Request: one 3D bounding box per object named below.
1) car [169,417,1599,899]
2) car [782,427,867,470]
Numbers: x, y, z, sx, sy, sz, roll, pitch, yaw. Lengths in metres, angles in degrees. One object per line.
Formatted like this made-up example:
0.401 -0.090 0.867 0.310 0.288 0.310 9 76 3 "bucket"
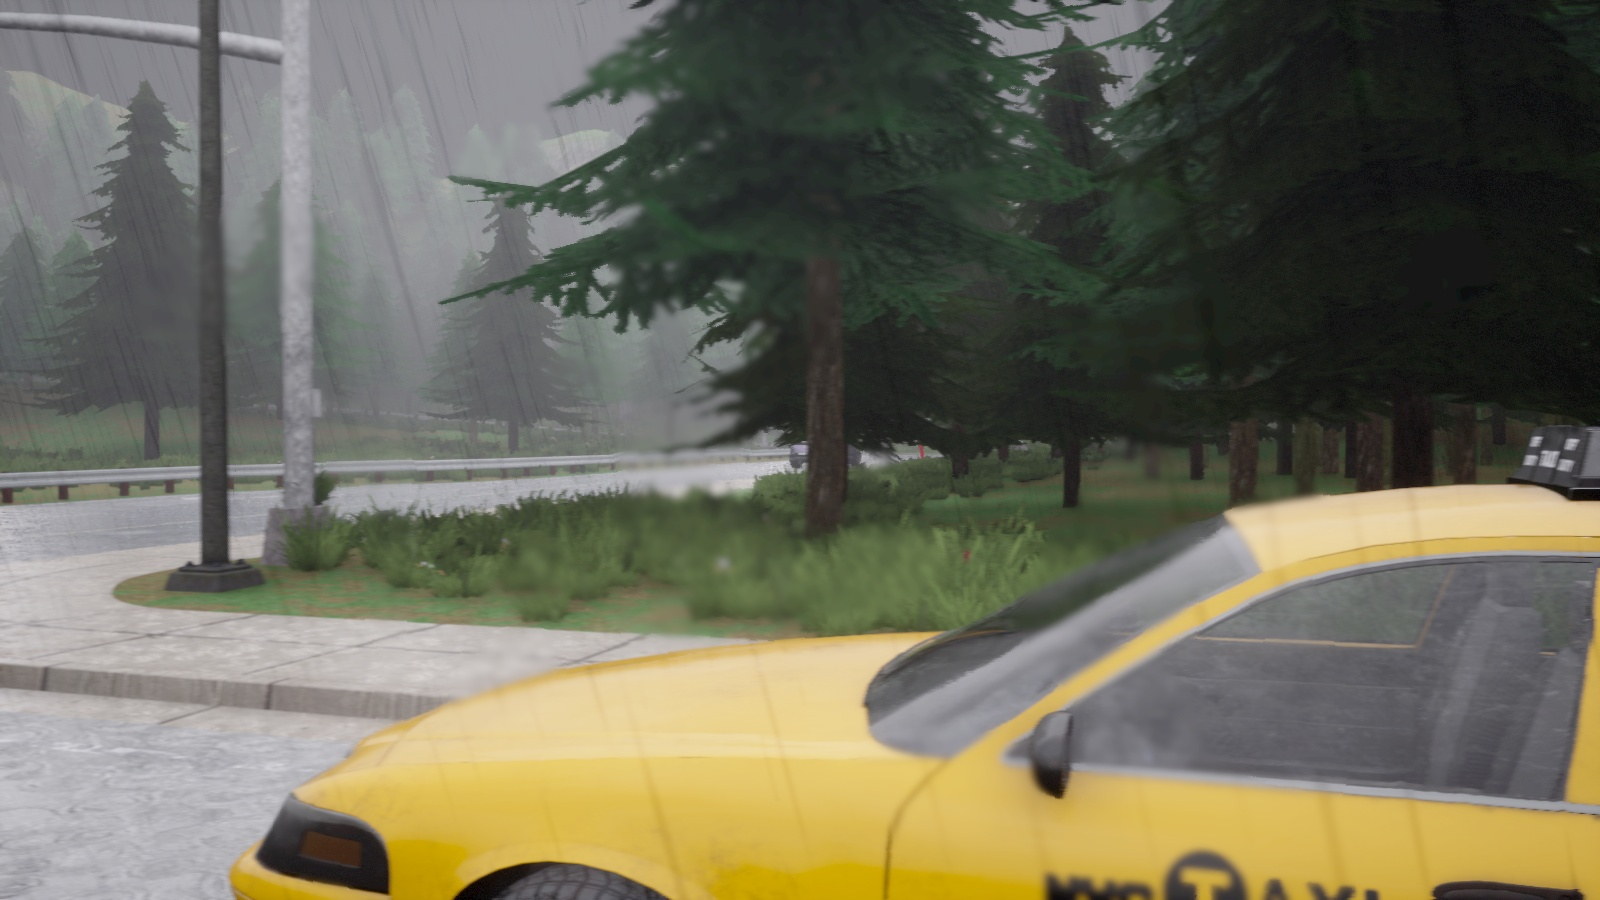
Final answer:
1.478 0.728 2.698 5.366 1.575 1.801 1 1 19 "car"
1.055 -0.089 51.367 2.033 1.649 4.856 1 1 20 "car"
